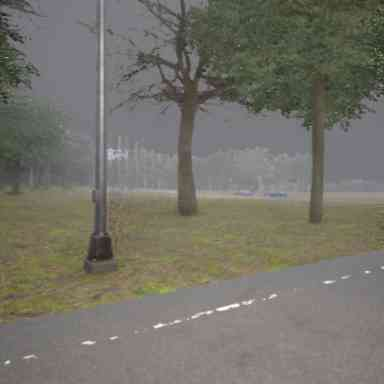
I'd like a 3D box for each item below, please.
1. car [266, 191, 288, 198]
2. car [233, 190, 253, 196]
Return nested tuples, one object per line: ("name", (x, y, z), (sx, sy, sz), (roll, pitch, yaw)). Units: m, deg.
("car", (17.948, 0.511, 70.451), (1.882, 1.535, 5.008), (1, 1, -34))
("car", (12.120, 0.219, 79.083), (2.033, 1.411, 5.357), (1, 1, -34))
